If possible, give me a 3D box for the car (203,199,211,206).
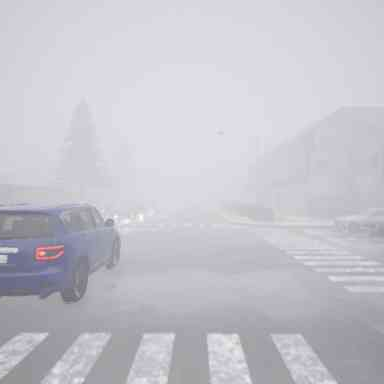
[{"bbox_3d":[2.768,2.309,73.343,1.994,1.385,4.181,0,-1,20],"label":"car"}]

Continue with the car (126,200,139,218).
[{"bbox_3d":[-6.947,1.877,33.996,1.812,1.442,4.674,0,-1,1],"label":"car"}]

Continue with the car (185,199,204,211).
[{"bbox_3d":[0.384,2.124,50.693,1.895,1.301,4.718,0,-1,0],"label":"car"}]

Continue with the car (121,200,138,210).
[{"bbox_3d":[-10.224,2.067,54.449,1.837,1.490,4.892,0,-1,1],"label":"car"}]

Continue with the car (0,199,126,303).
[{"bbox_3d":[-3.409,1.310,8.572,2.150,2.045,5.566,0,-1,0],"label":"car"}]

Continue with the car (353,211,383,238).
[{"bbox_3d":[11.155,1.776,16.919,4.718,1.301,1.895,0,-1,0],"label":"car"}]

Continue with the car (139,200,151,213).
[{"bbox_3d":[-6.867,2.046,43.092,1.895,1.301,4.718,0,-1,1],"label":"car"}]

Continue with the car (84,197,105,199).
[{"bbox_3d":[-10.433,1.582,34.798,2.150,2.045,5.566,0,-1,1],"label":"car"}]

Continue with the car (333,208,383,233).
[{"bbox_3d":[11.158,1.737,20.461,4.674,1.442,1.812,0,-1,2],"label":"car"}]

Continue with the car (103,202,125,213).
[{"bbox_3d":[-10.353,2.061,44.515,1.895,1.301,4.718,0,-1,0],"label":"car"}]

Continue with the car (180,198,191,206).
[{"bbox_3d":[-0.963,2.110,73.243,2.097,1.767,4.553,0,-1,20],"label":"car"}]

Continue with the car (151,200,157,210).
[{"bbox_3d":[-6.740,2.042,53.373,2.128,1.511,4.902,0,-1,1],"label":"car"}]
